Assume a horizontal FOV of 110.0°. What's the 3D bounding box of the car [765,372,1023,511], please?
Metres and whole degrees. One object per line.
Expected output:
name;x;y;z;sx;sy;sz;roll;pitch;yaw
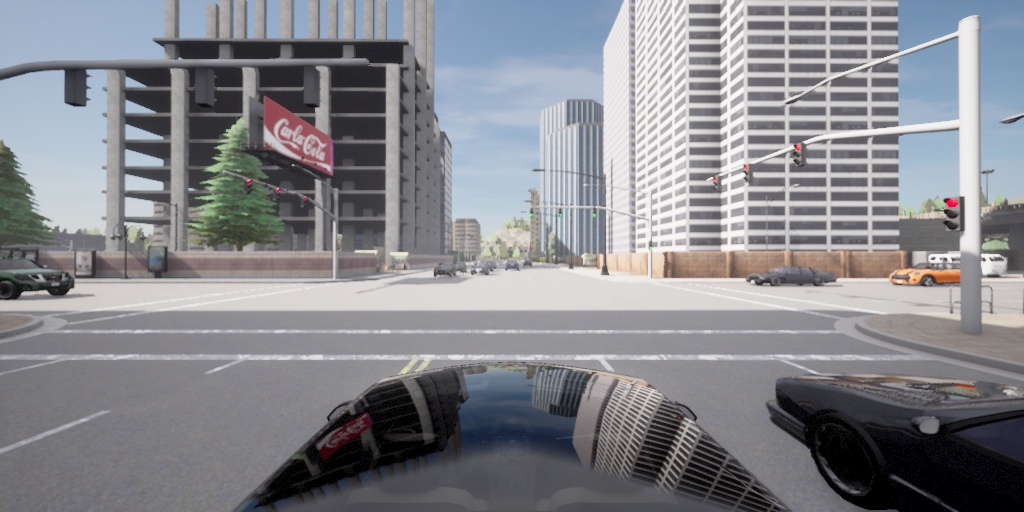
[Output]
car;3.598;1.295;1.290;2.033;1.411;5.357;0;0;0

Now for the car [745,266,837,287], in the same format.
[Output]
car;19.608;1.418;25.258;5.357;1.411;2.033;0;0;0

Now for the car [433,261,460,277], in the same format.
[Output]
car;-7.144;1.444;38.506;1.837;1.490;4.892;0;0;0

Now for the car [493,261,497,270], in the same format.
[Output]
car;-3.658;1.497;51.578;2.128;1.511;4.902;0;0;0

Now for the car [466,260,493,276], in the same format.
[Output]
car;-3.649;1.445;41.511;2.128;1.511;4.902;0;0;0

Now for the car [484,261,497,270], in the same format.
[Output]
car;-3.643;1.564;61.963;1.837;1.490;4.892;0;0;0

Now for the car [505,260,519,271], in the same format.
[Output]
car;0.030;1.387;57.337;2.097;1.767;4.553;0;0;0

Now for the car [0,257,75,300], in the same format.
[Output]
car;-25.358;1.054;17.766;5.566;2.045;2.150;0;0;1

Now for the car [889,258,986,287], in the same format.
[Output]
car;29.616;1.223;25.297;4.553;1.767;2.097;0;0;1

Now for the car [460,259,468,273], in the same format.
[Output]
car;-7.154;1.492;47.919;1.837;1.490;4.892;0;0;0
